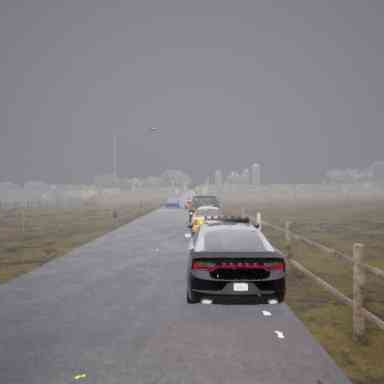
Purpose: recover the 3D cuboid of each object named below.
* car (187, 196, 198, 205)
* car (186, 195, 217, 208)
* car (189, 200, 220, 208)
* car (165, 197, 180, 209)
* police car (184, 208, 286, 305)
[{"bbox_3d":[0.119,1.543,58.431,1.812,1.442,4.674,0,0,0],"label":"car"},{"bbox_3d":[0.875,1.228,24.212,2.150,2.045,5.566,0,0,0],"label":"car"},{"bbox_3d":[0.862,1.457,18.371,1.801,1.575,5.366,0,0,0],"label":"car"},{"bbox_3d":[-2.657,1.493,46.012,1.882,1.535,5.008,0,0,0],"label":"car"},{"bbox_3d":[0.842,1.425,8.291,1.930,1.638,5.238,0,0,0],"label":"police car"}]
